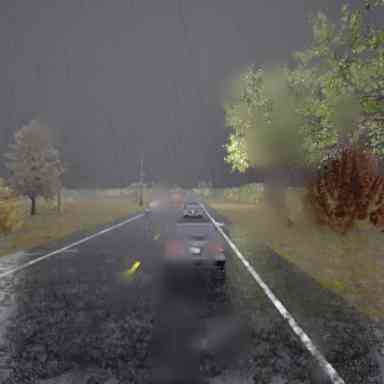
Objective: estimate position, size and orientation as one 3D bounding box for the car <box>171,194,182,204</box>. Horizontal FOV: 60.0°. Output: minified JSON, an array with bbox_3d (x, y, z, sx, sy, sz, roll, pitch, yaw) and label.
[{"bbox_3d":[-3.495,1.526,75.187,2.150,2.045,5.566,0,0,0],"label":"car"}]

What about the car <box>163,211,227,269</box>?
[{"bbox_3d":[0.087,1.610,11.282,2.033,1.411,5.357,0,0,0],"label":"car"}]

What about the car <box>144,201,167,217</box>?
[{"bbox_3d":[-3.596,1.694,33.760,1.812,1.442,4.674,0,0,0],"label":"car"}]

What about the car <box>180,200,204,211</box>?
[{"bbox_3d":[0.097,1.698,29.554,2.033,1.411,5.357,0,0,0],"label":"car"}]
